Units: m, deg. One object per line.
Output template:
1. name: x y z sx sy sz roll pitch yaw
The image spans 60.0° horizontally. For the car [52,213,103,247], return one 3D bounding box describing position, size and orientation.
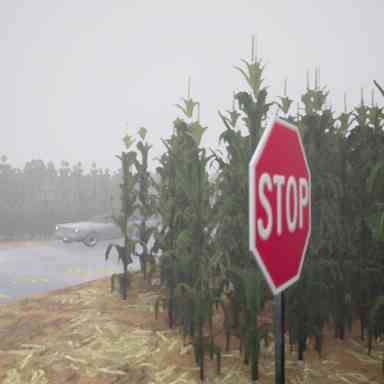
1. car: -3.915 1.626 15.493 1.895 1.301 4.718 0 0 37
